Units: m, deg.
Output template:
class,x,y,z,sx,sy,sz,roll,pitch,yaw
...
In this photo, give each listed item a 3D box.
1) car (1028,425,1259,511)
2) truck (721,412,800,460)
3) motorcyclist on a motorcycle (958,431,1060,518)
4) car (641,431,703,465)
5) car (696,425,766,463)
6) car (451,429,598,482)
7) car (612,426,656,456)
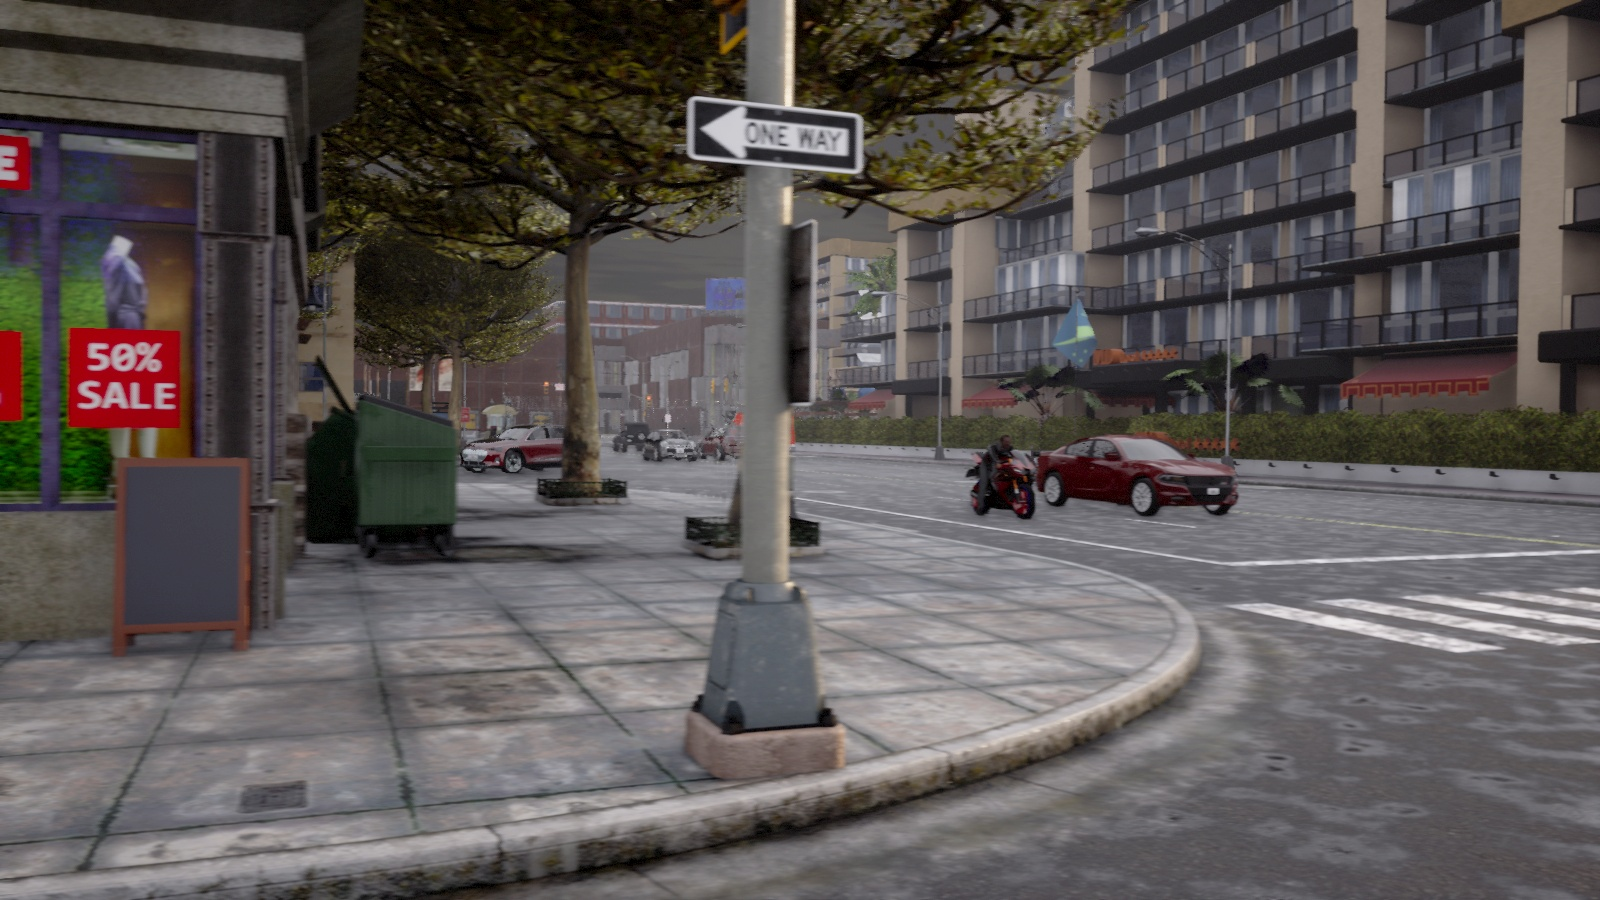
class,x,y,z,sx,sy,sz,roll,pitch,yaw
car,6.759,0.290,25.356,1.882,1.535,5.008,-1,1,-21
truck,-2.194,-0.770,67.938,2.627,2.467,5.204,-1,1,-21
motorcyclist on a motorcycle,3.829,0.414,23.237,0.866,1.530,2.191,-1,1,-21
car,-5.990,-0.122,58.385,1.970,1.475,3.806,-1,1,-20
car,-3.439,-0.306,61.463,2.097,1.767,4.553,-1,1,-21
car,-9.244,0.137,42.488,2.033,1.649,4.856,0,1,32
car,-10.592,-0.593,79.974,1.905,1.878,3.866,-1,1,-21
